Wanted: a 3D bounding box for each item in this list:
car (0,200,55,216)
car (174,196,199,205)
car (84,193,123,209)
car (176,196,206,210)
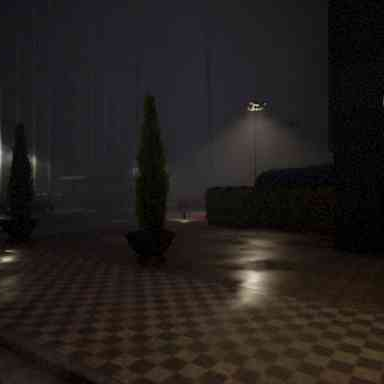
[{"bbox_3d":[-15.879,1.504,32.365,1.837,1.490,4.892,0,0,35],"label":"car"},{"bbox_3d":[-0.913,1.498,59.836,2.128,1.511,4.902,0,0,35],"label":"car"},{"bbox_3d":[-11.703,1.213,44.493,2.150,2.045,5.566,0,1,35],"label":"car"},{"bbox_3d":[0.204,1.477,42.880,1.882,1.535,5.008,0,0,35],"label":"car"}]
